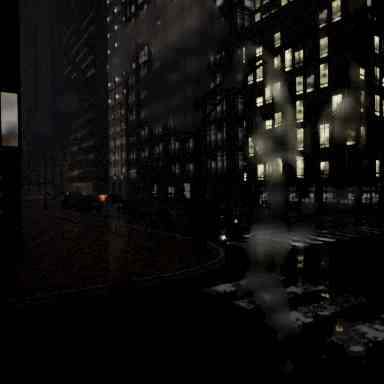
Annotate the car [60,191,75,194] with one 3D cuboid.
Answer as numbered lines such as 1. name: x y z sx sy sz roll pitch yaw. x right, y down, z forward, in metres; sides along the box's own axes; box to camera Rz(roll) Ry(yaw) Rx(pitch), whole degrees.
1. car: -21.677 0.946 59.790 1.837 1.490 4.892 -1 1 -34

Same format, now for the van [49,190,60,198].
1. van: -32.450 0.531 80.010 1.690 1.788 3.998 -1 1 -35

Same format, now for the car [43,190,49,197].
1. car: -35.652 0.689 84.658 2.008 1.369 4.403 -1 1 -35

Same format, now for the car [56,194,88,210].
1. car: -13.717 1.289 38.066 2.008 1.369 4.403 -1 1 -35

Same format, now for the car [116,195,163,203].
1. car: -4.778 1.305 29.647 1.837 1.490 4.892 -1 1 -34

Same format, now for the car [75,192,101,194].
1. car: -16.134 1.077 51.775 2.033 1.411 5.357 -1 1 -34

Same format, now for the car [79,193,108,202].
1. car: -12.191 1.211 40.428 1.812 1.442 4.674 -1 1 -34

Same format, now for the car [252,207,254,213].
1. car: 3.110 1.279 28.349 1.752 1.417 4.829 -1 1 -35

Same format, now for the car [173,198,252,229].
1. car: 1.129 1.383 21.062 2.128 1.511 4.902 -1 1 -34

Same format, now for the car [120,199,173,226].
1. car: -2.886 1.455 22.399 2.008 1.369 4.403 -1 1 -35

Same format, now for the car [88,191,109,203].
1. car: -15.939 0.796 56.782 2.097 1.767 4.553 -1 1 -35

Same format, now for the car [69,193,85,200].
1. car: -22.847 0.889 66.078 1.887 1.381 4.507 -1 1 -35

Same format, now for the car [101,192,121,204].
1. car: -11.956 1.009 51.064 1.837 1.490 4.892 -1 1 -35

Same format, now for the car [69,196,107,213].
1. car: -10.515 1.354 33.420 1.947 1.339 4.313 -1 1 -35

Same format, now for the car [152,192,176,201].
1. car: -3.640 0.963 38.206 2.192 1.841 5.009 -1 1 -35
